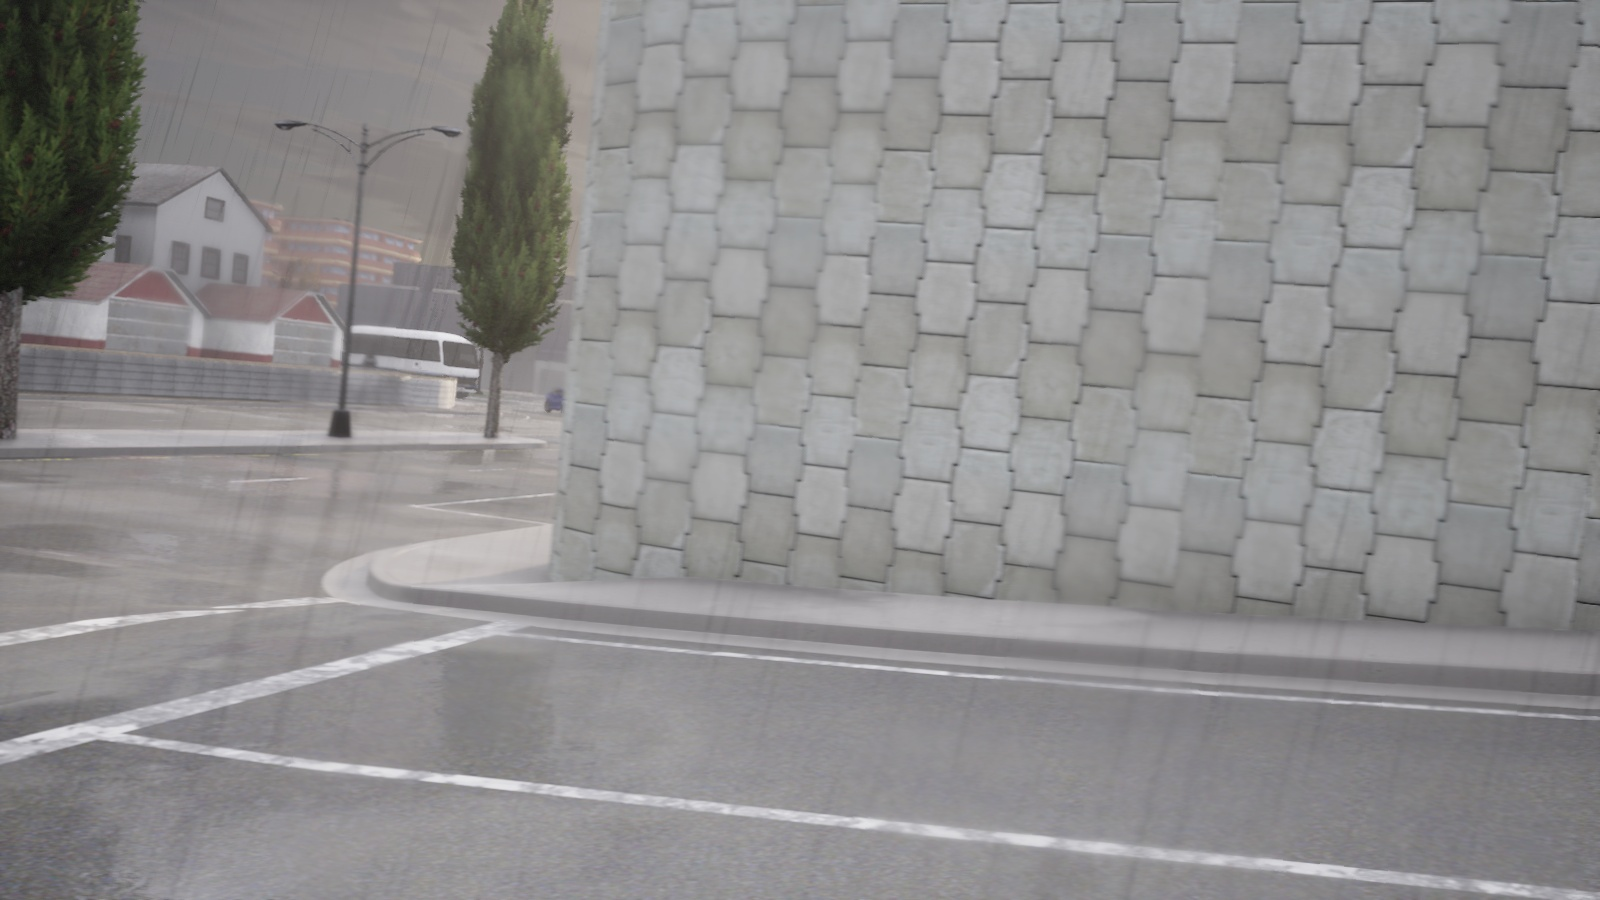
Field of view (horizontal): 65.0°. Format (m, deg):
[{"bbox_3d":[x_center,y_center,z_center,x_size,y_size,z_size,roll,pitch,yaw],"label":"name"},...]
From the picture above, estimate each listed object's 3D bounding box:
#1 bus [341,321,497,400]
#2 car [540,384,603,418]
[{"bbox_3d":[-25.731,-6.050,84.561,10.273,4.253,3.944,8,3,32],"label":"bus"},{"bbox_3d":[-13.308,-2.845,72.936,1.882,1.535,5.008,5,3,-30],"label":"car"}]
